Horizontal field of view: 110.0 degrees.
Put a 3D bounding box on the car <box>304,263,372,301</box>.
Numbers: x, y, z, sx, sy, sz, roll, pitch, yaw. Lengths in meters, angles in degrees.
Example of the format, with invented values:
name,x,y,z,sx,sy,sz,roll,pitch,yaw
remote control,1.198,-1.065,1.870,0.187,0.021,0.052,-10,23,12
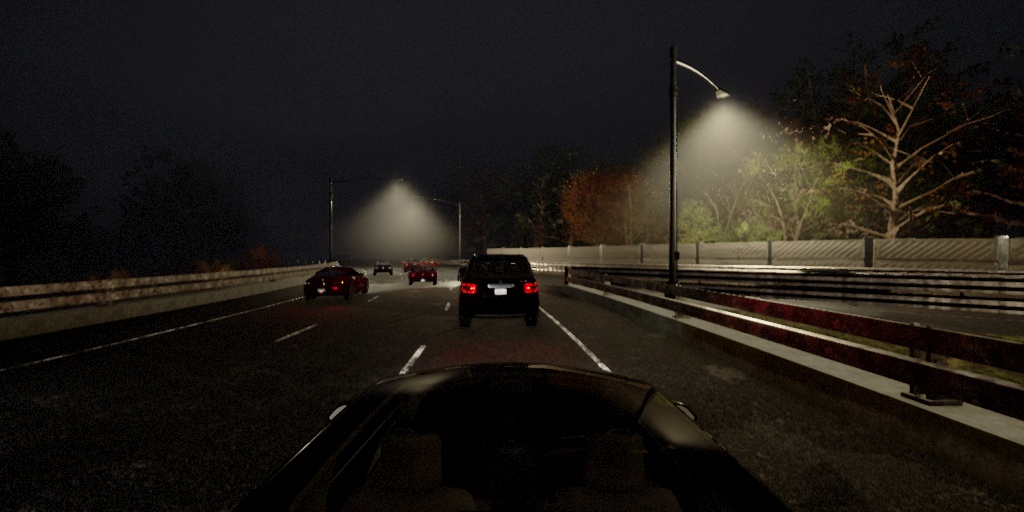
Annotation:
name,x,y,z,sx,sy,sz,roll,pitch,yaw
car,-8.264,1.251,17.144,1.812,1.442,4.674,0,0,-9

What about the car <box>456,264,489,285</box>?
name,x,y,z,sx,sy,sz,roll,pitch,yaw
car,-2.990,1.311,26.395,1.895,1.301,4.718,0,0,-13

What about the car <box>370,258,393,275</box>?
name,x,y,z,sx,sy,sz,roll,pitch,yaw
car,-13.713,1.239,38.074,2.033,1.411,5.357,0,0,-20

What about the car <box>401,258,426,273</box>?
name,x,y,z,sx,sy,sz,roll,pitch,yaw
car,-12.137,1.035,43.355,2.097,1.767,4.553,0,0,-22

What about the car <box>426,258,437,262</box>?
name,x,y,z,sx,sy,sz,roll,pitch,yaw
car,-12.158,1.020,51.830,2.097,1.767,4.553,0,0,-27

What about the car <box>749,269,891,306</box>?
name,x,y,z,sx,sy,sz,roll,pitch,yaw
car,13.030,1.299,15.559,4.674,1.442,1.812,-2,-1,43

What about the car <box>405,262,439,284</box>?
name,x,y,z,sx,sy,sz,roll,pitch,yaw
car,-6.493,1.310,26.161,1.895,1.301,4.718,0,0,-13

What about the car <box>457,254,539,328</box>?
name,x,y,z,sx,sy,sz,roll,pitch,yaw
car,-0.506,0.957,11.506,2.150,2.045,5.566,0,0,-5
